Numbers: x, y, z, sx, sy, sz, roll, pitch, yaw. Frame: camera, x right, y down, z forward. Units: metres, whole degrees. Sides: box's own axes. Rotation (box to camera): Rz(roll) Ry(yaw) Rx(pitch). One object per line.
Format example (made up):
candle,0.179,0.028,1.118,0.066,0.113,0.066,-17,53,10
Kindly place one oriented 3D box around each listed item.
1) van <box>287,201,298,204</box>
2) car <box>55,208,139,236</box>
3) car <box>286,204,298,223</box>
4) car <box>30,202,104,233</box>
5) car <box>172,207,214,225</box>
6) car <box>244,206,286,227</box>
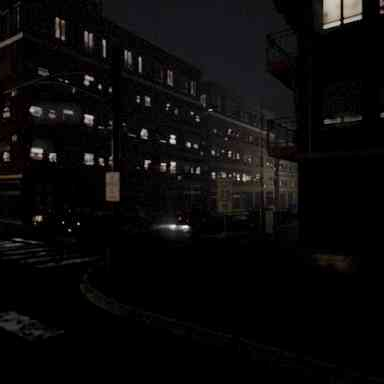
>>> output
van,18.261,2.449,58.953,1.690,1.788,3.998,-1,-2,35
car,-5.558,1.872,20.422,1.895,1.301,4.718,0,-1,36
car,8.835,2.113,30.930,2.008,1.369,4.403,-2,-2,35
car,-7.819,1.589,21.706,2.192,1.841,5.009,-1,-2,35
car,0.151,2.015,28.550,1.994,1.385,4.181,0,-1,35
car,5.575,2.040,26.273,1.802,1.307,4.206,-2,-2,35
